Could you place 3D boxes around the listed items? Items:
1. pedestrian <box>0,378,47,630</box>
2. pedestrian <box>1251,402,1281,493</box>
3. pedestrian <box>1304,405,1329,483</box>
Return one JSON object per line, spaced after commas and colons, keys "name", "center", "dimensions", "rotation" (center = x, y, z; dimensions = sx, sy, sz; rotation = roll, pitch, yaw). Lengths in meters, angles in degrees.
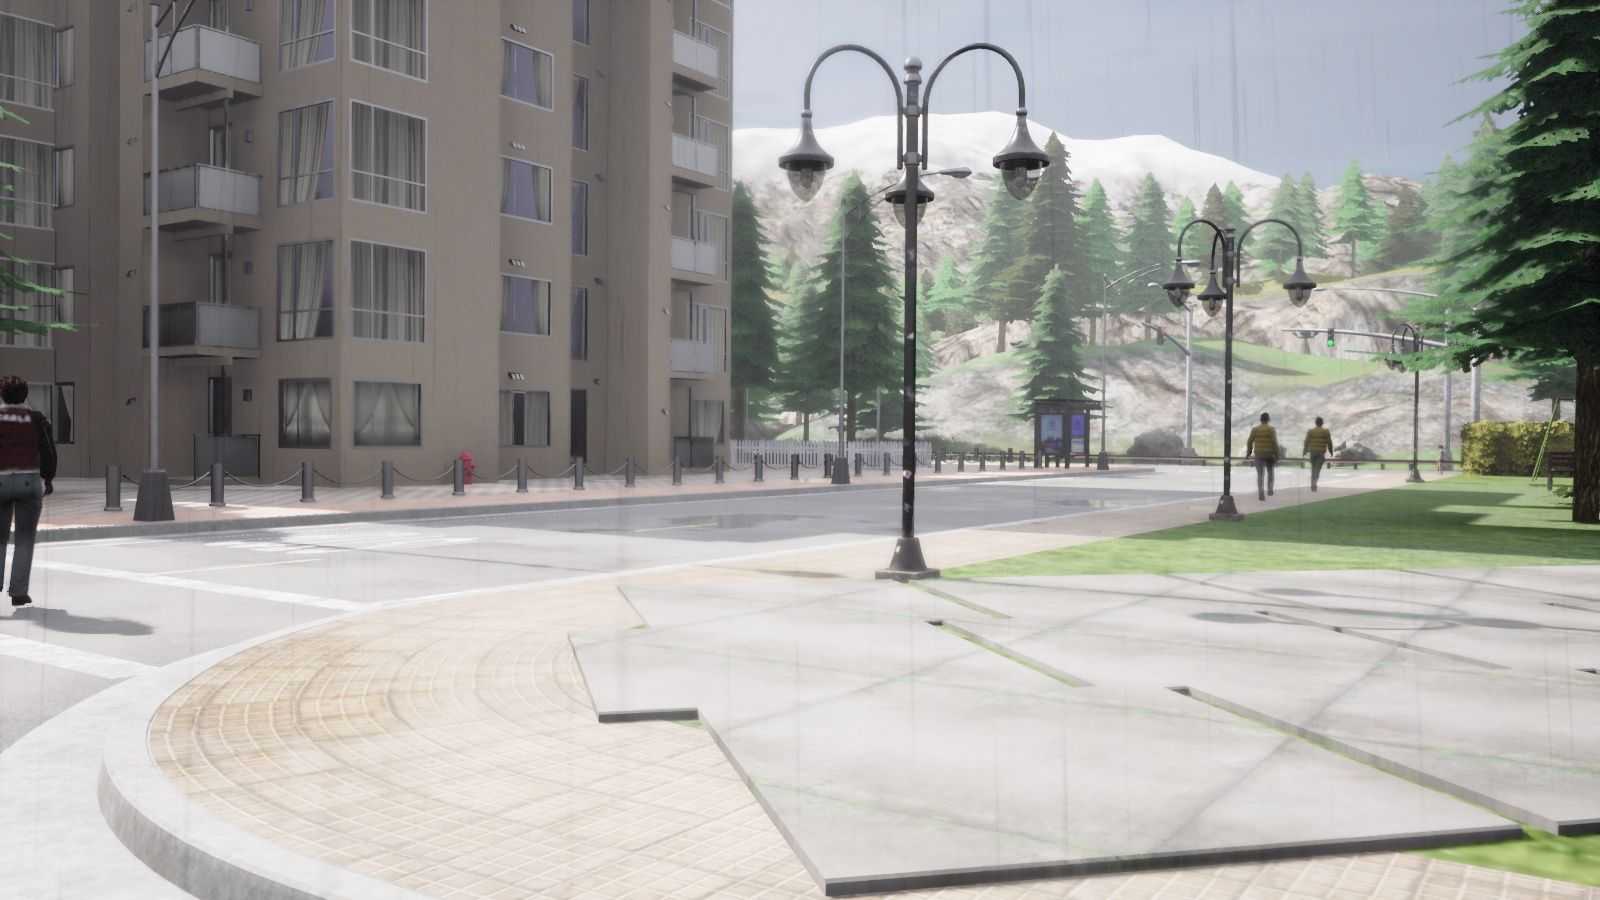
{"name": "pedestrian", "center": [-6.219, 0.410, 9.931], "dimensions": [0.402, 1.930, 0.666], "rotation": [-1, 1, -29]}
{"name": "pedestrian", "center": [9.584, -0.063, 25.829], "dimensions": [0.431, 1.840, 0.709], "rotation": [0, 1, 32]}
{"name": "pedestrian", "center": [12.398, -0.147, 30.148], "dimensions": [0.431, 1.840, 0.709], "rotation": [0, 1, 34]}
